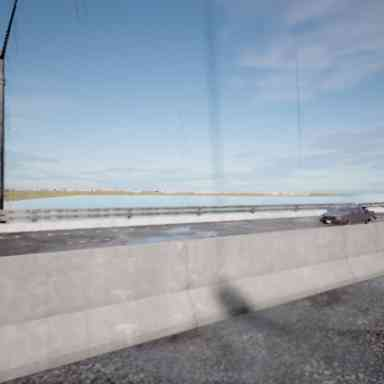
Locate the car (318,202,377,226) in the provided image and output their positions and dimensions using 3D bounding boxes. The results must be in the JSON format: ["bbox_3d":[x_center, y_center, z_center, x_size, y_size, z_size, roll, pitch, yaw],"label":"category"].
[{"bbox_3d":[11.922,1.751,25.249,5.357,1.411,2.033,1,0,-35],"label":"car"}]

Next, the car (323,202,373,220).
[{"bbox_3d":[14.869,1.743,31.568,4.902,1.511,2.128,1,0,-35],"label":"car"}]
